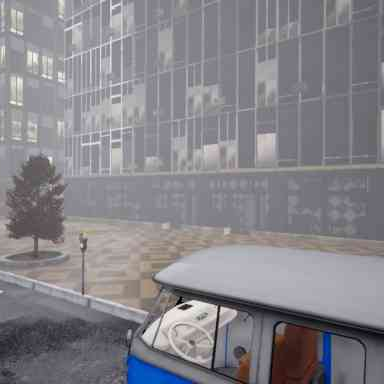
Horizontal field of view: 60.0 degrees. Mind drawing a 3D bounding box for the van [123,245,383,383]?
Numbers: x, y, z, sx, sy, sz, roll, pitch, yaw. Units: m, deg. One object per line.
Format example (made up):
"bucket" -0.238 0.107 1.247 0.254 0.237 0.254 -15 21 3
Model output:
"van" 1.342 1.341 1.911 3.998 1.788 1.690 0 0 35
